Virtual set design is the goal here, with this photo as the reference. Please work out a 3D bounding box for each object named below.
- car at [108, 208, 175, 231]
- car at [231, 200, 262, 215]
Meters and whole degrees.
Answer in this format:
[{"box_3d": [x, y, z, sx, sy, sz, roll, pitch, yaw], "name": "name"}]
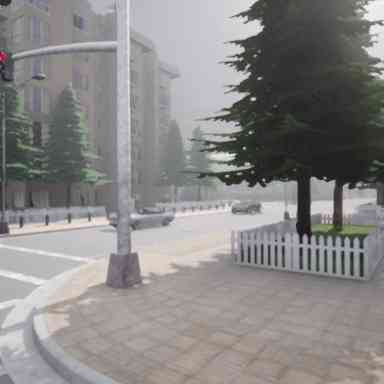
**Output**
[{"box_3d": [-3.245, 1.714, 22.033, 1.895, 1.301, 4.718, 0, 0, 34], "name": "car"}, {"box_3d": [5.914, 1.624, 35.551, 1.837, 1.490, 4.892, 0, -1, 34], "name": "car"}]
